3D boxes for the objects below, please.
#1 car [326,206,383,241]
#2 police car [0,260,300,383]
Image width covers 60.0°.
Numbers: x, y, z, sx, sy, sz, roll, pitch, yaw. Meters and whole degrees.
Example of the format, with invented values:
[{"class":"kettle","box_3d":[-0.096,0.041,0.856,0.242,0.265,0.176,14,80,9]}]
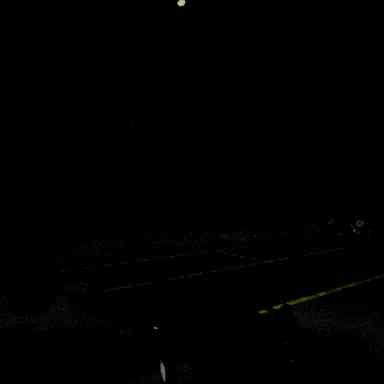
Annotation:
[{"class":"car","box_3d":[8.456,1.435,16.440,4.097,1.590,1.967,0,-1,-35]},{"class":"police car","box_3d":[-1.161,1.425,2.605,5.238,1.638,1.930,0,0,-36]}]
